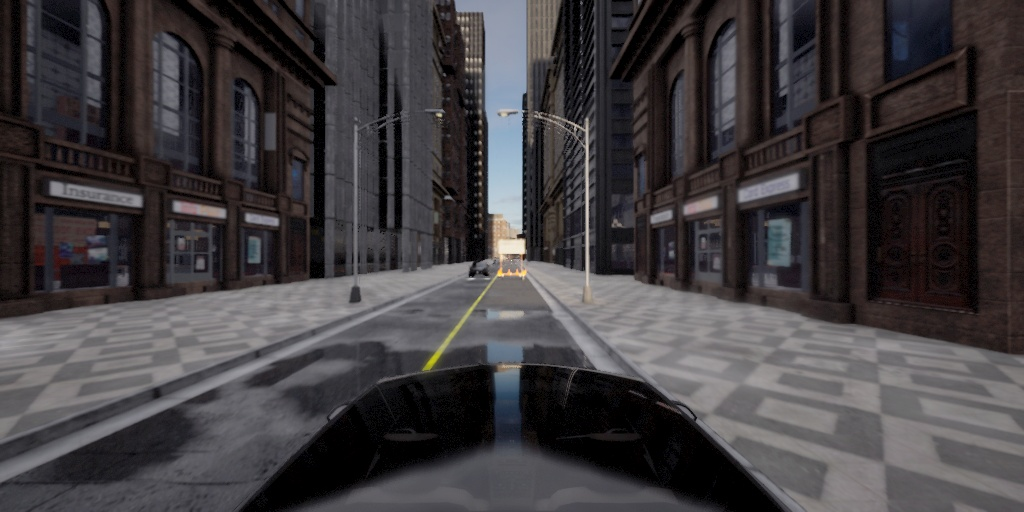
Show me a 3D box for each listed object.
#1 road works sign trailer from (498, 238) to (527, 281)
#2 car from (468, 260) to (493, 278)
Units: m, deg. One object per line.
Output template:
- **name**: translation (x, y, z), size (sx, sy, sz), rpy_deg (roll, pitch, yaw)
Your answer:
- **road works sign trailer**: translation (-0.046, 0.236, 30.890), size (2.380, 3.560, 2.880), rpy_deg (0, 0, 0)
- **car**: translation (-3.146, 1.283, 35.182), size (1.837, 1.490, 4.892), rpy_deg (0, -1, 0)
